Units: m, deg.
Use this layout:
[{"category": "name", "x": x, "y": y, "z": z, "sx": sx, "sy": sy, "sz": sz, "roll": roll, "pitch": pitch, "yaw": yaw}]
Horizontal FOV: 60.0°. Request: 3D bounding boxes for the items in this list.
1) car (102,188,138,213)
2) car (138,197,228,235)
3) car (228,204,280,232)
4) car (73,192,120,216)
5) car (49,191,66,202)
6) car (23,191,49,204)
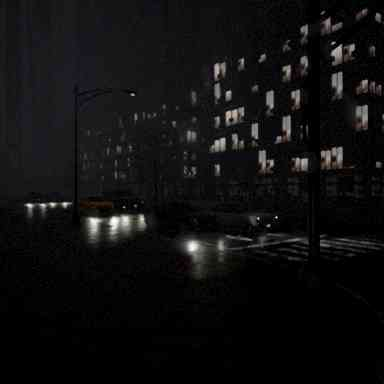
[{"category": "car", "x": -6.409, "y": 0.710, "z": 29.906, "sx": 2.150, "sy": 2.045, "sz": 5.566, "roll": 0, "pitch": 2, "yaw": -38}, {"category": "car", "x": -0.661, "y": 1.227, "z": 17.324, "sx": 1.882, "sy": 1.535, "sz": 5.008, "roll": 0, "pitch": 1, "yaw": -37}, {"category": "car", "x": 2.508, "y": 1.362, "z": 18.580, "sx": 1.895, "sy": 1.301, "sz": 4.718, "roll": 0, "pitch": 1, "yaw": -39}, {"category": "car", "x": -7.948, "y": 1.011, "z": 26.610, "sx": 1.882, "sy": 1.535, "sz": 5.008, "roll": 0, "pitch": 1, "yaw": -38}, {"category": "car", "x": -19.109, "y": 0.596, "z": 46.303, "sx": 1.882, "sy": 1.535, "sz": 5.008, "roll": 0, "pitch": 1, "yaw": -38}, {"category": "car", "x": -20.210, "y": 0.673, "z": 42.400, "sx": 1.837, "sy": 1.490, "sz": 4.892, "roll": 0, "pitch": 1, "yaw": -38}]
